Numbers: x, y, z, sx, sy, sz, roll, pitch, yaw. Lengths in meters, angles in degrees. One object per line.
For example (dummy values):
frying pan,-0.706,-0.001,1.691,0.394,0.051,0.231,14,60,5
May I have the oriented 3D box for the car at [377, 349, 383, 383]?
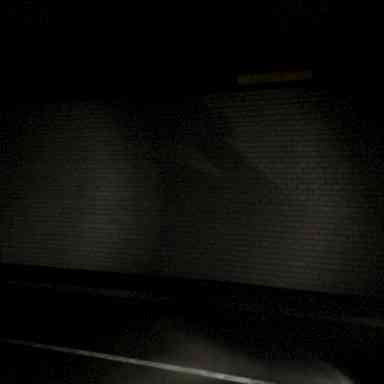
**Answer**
car,4.046,1.577,2.532,4.553,1.767,2.097,1,-3,19
